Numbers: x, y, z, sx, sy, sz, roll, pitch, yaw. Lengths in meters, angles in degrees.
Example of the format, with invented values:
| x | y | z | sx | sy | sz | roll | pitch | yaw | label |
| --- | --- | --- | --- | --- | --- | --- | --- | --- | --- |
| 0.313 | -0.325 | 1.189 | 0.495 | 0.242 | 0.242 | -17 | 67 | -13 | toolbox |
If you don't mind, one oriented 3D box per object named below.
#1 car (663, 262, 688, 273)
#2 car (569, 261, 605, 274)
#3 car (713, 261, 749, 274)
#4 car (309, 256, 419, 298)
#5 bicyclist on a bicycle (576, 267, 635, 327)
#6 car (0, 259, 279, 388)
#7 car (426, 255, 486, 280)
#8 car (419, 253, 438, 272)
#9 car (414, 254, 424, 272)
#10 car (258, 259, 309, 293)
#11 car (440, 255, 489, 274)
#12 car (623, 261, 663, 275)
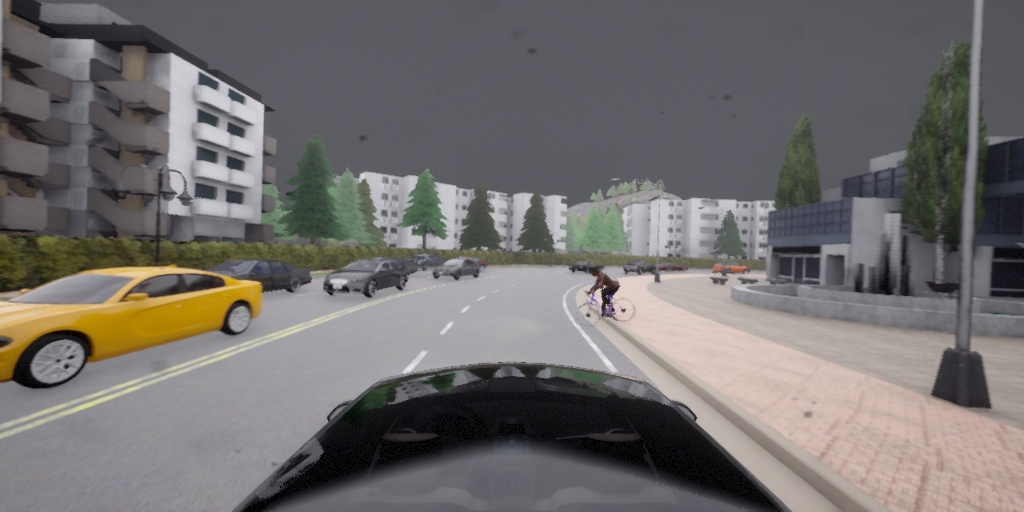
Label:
| x | y | z | sx | sy | sz | roll | pitch | yaw | label |
| --- | --- | --- | --- | --- | --- | --- | --- | --- | --- |
| 21.409 | 1.519 | 48.322 | 4.718 | 1.301 | 1.895 | 2 | 1 | -26 | car |
| 8.111 | 1.193 | 38.569 | 1.895 | 1.301 | 4.718 | 2 | 1 | 42 | car |
| 28.968 | 1.530 | 47.350 | 4.553 | 1.767 | 2.097 | 2 | 1 | -17 | car |
| -6.244 | 0.872 | 15.926 | 2.128 | 1.511 | 4.902 | 2 | 1 | 7 | car |
| 2.514 | 1.101 | 9.858 | 1.656 | 1.620 | 0.582 | -7 | 1 | 1 | bicyclist on a bicycle |
| -6.926 | 0.945 | 6.457 | 1.882 | 1.535 | 5.008 | 2 | 1 | 2 | car |
| -3.856 | 0.871 | 25.776 | 1.812 | 1.442 | 4.674 | 2 | 1 | 21 | car |
| -6.826 | 0.424 | 28.372 | 1.994 | 1.385 | 4.181 | 2 | 1 | 22 | car |
| -8.293 | 0.770 | 23.778 | 2.033 | 1.411 | 5.357 | 2 | 1 | 16 | car |
| -10.080 | 0.826 | 13.835 | 2.033 | 1.411 | 5.357 | 2 | 1 | 5 | car |
| -4.317 | 0.721 | 33.319 | 1.882 | 1.535 | 5.008 | 2 | 1 | 28 | car |
| 14.174 | 1.273 | 39.564 | 4.902 | 1.511 | 2.128 | 1 | 1 | -42 | car |
